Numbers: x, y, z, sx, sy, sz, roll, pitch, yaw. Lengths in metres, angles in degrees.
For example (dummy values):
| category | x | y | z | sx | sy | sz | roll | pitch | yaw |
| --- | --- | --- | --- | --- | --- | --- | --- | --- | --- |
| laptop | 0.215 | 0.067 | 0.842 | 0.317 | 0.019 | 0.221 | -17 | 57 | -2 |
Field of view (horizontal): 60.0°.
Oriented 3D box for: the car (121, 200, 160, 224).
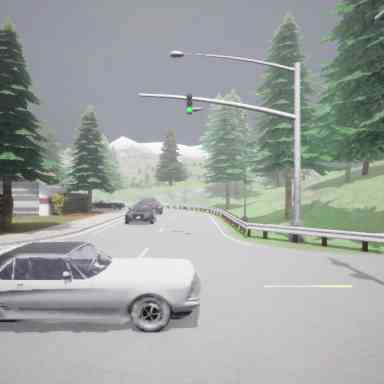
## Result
| category | x | y | z | sx | sy | sz | roll | pitch | yaw |
| --- | --- | --- | --- | --- | --- | --- | --- | --- | --- |
| car | -3.726 | 1.564 | 24.688 | 1.994 | 1.385 | 4.181 | 0 | 0 | -2 |

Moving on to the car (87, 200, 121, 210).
| category | x | y | z | sx | sy | sz | roll | pitch | yaw |
| --- | --- | --- | --- | --- | --- | --- | --- | --- | --- |
| car | -10.955 | 1.608 | 42.291 | 4.718 | 1.301 | 1.895 | 0 | 0 | 15 |

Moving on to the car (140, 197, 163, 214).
| category | x | y | z | sx | sy | sz | roll | pitch | yaw |
| --- | --- | --- | --- | --- | --- | --- | --- | --- | --- |
| car | -4.460 | 1.352 | 34.486 | 2.097 | 1.767 | 4.553 | 0 | 0 | -19 |

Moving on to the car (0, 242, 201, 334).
| category | x | y | z | sx | sy | sz | roll | pitch | yaw |
| --- | --- | --- | --- | --- | --- | --- | --- | --- | --- |
| car | -2.202 | 1.625 | 6.137 | 4.718 | 1.301 | 1.895 | 0 | 0 | -1 |
